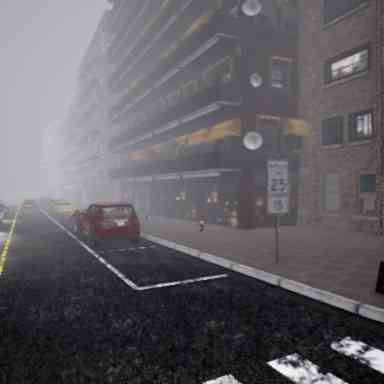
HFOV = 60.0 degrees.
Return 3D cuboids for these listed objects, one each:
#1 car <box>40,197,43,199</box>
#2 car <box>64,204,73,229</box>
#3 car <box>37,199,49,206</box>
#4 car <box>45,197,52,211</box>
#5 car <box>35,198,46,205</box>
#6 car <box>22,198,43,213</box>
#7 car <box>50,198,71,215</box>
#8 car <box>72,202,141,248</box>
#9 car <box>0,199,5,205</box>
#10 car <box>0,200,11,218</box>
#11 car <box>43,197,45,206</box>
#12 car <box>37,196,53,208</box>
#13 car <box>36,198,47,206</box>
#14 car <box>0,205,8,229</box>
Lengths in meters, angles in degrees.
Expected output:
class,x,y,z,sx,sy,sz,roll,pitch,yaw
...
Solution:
class,x,y,z,sx,sy,sz,roll,pitch,yaw
car,-25.101,1.805,51.776,2.097,1.767,4.553,-1,0,-31
car,-6.489,1.660,20.559,1.887,1.381,4.507,-2,1,-27
car,-29.545,2.087,66.024,1.947,1.339,4.313,-2,1,-27
car,-17.559,1.665,43.416,2.097,1.767,4.553,-1,0,-27
car,-34.664,2.170,76.131,1.947,1.339,4.313,-2,1,-27
car,-21.084,1.888,43.716,1.837,1.490,4.892,-1,0,-27
car,-14.457,1.713,37.385,1.801,1.575,5.366,-1,0,-27
car,-3.936,1.383,15.505,2.192,1.841,5.009,-2,1,-27
car,-44.647,2.366,77.353,1.947,1.339,4.313,-2,1,-27
car,-19.002,1.880,32.624,1.812,1.442,4.674,-1,0,-26
car,-24.430,1.749,55.918,2.192,1.841,5.009,-2,1,-27
car,-26.992,1.793,60.971,2.192,1.841,5.009,-2,1,-27
car,-32.107,2.108,71.076,1.887,1.381,4.507,-2,1,-27
car,-14.496,1.875,23.667,1.895,1.301,4.718,-1,0,-27
